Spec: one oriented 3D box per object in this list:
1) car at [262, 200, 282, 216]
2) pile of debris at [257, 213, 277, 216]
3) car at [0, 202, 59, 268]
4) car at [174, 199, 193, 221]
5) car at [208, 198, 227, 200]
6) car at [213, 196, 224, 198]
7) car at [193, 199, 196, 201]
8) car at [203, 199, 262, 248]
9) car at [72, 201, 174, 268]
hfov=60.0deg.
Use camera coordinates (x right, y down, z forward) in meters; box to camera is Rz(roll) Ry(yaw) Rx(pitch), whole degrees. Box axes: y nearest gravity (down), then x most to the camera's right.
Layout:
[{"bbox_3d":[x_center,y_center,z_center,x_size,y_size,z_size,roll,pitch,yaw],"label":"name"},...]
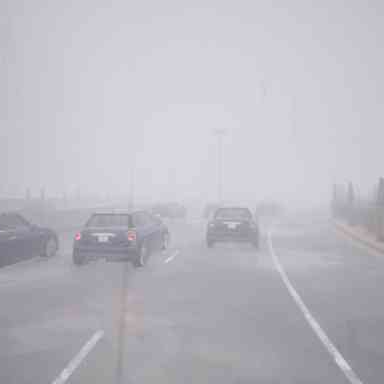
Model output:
[{"bbox_3d":[7.530,1.496,32.375,1.882,1.535,5.008,0,0,23],"label":"car"},{"bbox_3d":[7.314,2.195,32.424,1.500,0.140,1.860,0,0,24],"label":"pile of debris"},{"bbox_3d":[-5.959,1.356,10.011,2.097,1.767,4.553,0,0,7],"label":"car"},{"bbox_3d":[-1.809,1.532,27.644,1.837,1.490,4.892,0,0,19],"label":"car"},{"bbox_3d":[2.427,1.527,29.117,1.837,1.490,4.892,-1,0,20],"label":"car"},{"bbox_3d":[5.146,1.651,67.555,1.882,1.535,5.008,-1,0,40],"label":"car"},{"bbox_3d":[-0.682,1.649,47.415,2.033,1.411,5.357,0,0,30],"label":"car"},{"bbox_3d":[1.965,1.357,15.043,2.097,1.767,4.553,0,0,11],"label":"car"},{"bbox_3d":[-2.208,1.357,11.532,2.097,1.767,4.553,0,0,8],"label":"car"}]
